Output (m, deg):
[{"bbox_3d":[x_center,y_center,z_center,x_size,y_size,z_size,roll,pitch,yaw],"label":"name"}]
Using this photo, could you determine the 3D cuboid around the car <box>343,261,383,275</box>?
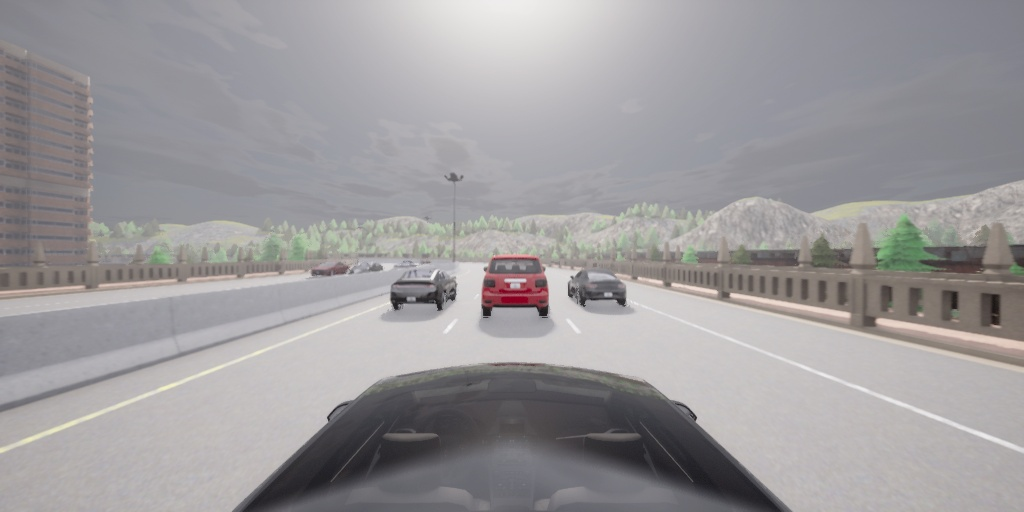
[{"bbox_3d":[-14.144,1.261,35.110,2.128,1.511,4.902,0,0,-1],"label":"car"}]

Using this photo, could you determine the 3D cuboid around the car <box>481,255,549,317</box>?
[{"bbox_3d":[0.100,0.979,13.316,2.150,2.045,5.566,0,0,0],"label":"car"}]

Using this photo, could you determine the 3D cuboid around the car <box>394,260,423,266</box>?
[{"bbox_3d":[-10.657,1.333,35.663,1.994,1.385,4.181,0,0,-1],"label":"car"}]

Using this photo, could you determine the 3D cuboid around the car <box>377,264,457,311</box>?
[{"bbox_3d":[-3.400,1.249,14.540,2.128,1.511,4.902,0,0,0],"label":"car"}]

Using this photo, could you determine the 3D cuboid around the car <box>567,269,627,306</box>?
[{"bbox_3d":[3.601,1.284,15.715,1.812,1.442,4.674,0,0,0],"label":"car"}]

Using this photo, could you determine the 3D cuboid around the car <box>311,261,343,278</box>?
[{"bbox_3d":[-17.634,1.246,35.020,1.882,1.535,5.008,0,0,0],"label":"car"}]
